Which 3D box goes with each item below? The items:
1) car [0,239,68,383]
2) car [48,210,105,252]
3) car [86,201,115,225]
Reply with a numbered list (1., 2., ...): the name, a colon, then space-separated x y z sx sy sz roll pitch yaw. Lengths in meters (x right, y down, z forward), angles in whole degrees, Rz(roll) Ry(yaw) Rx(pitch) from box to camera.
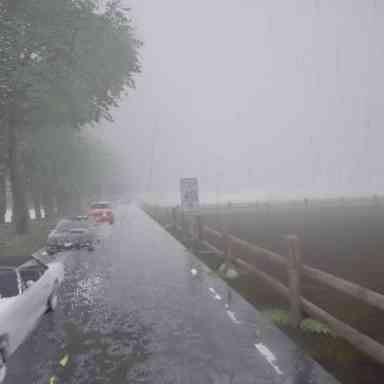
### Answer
1. car: -3.469 1.835 5.340 1.895 1.301 4.718 -3 0 -11
2. car: -5.441 1.913 15.710 1.837 1.490 4.892 -3 0 -11
3. car: -8.179 1.903 30.085 2.150 2.045 5.566 -3 -1 -11
